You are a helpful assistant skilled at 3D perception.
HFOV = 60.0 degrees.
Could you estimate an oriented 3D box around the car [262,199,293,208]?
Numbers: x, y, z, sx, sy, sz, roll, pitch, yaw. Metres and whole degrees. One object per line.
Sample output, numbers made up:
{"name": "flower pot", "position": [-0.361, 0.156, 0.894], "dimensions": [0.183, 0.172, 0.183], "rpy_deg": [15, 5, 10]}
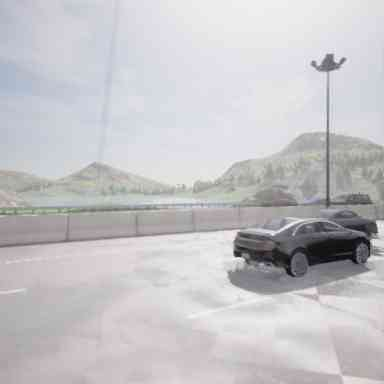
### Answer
{"name": "car", "position": [11.000, 1.544, 42.396], "dimensions": [4.718, 1.301, 1.895], "rpy_deg": [0, 0, -25]}

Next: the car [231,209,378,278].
{"name": "car", "position": [3.467, 1.479, 10.104], "dimensions": [4.902, 1.511, 2.128], "rpy_deg": [0, 0, -32]}

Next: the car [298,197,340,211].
{"name": "car", "position": [15.503, 1.430, 40.603], "dimensions": [5.008, 1.535, 1.882], "rpy_deg": [0, 0, -24]}

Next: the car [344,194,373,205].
{"name": "car", "position": [15.312, 1.188, 32.829], "dimensions": [5.566, 2.045, 2.150], "rpy_deg": [0, 0, -25]}

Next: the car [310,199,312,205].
{"name": "car", "position": [14.810, 1.559, 36.455], "dimensions": [4.718, 1.301, 1.895], "rpy_deg": [0, 0, -25]}
